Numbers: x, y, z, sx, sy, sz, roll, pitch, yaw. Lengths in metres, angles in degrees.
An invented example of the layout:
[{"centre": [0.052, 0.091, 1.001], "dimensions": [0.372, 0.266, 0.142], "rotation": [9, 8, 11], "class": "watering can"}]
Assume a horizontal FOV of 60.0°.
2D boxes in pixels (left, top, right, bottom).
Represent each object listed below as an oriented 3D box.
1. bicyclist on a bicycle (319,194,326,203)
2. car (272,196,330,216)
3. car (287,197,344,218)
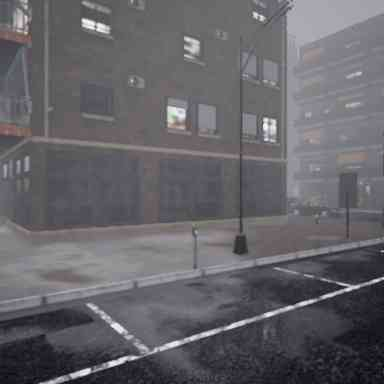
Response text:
[{"centre": [15.259, 1.017, 38.905], "dimensions": [1.656, 1.620, 0.582], "rotation": [0, 1, -36], "class": "bicyclist on a bicycle"}, {"centre": [10.075, 1.228, 31.178], "dimensions": [1.882, 1.535, 5.008], "rotation": [0, 1, -36], "class": "car"}, {"centre": [10.013, 1.346, 26.883], "dimensions": [2.008, 1.369, 4.403], "rotation": [1, 0, -36], "class": "car"}]
